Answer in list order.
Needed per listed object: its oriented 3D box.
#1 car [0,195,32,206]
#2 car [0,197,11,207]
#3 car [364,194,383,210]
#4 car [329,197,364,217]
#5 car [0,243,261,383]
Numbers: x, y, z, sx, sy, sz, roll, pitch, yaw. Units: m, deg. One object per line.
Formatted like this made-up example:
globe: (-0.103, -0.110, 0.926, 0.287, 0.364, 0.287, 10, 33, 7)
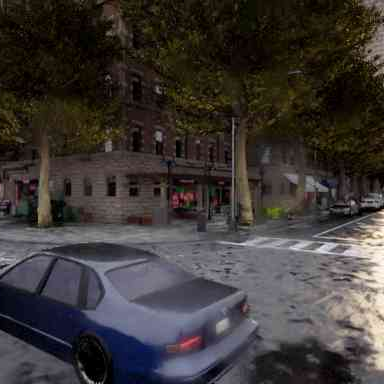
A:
car: (-29.431, 1.374, 55.411, 2.097, 1.767, 4.553, 0, 0, 36)
car: (-27.448, 1.373, 52.195, 2.097, 1.767, 4.553, 0, 0, 36)
car: (23.360, 1.231, 42.971, 2.435, 2.045, 5.566, 0, 0, 36)
car: (14.500, 1.484, 31.647, 2.231, 1.521, 4.892, 0, 0, 36)
car: (-1.693, 1.549, 5.201, 5.357, 1.411, 2.033, 0, 0, 35)
